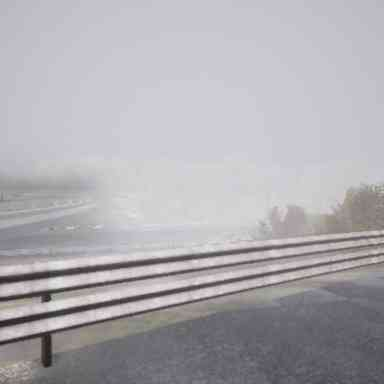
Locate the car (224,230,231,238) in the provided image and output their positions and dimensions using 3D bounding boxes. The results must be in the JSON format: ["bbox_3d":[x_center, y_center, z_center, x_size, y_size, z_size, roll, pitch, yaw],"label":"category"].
[{"bbox_3d":[10.049,9.168,72.076,4.553,1.767,2.097,0,0,-17],"label":"car"}]

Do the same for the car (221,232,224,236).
[{"bbox_3d":[9.075,9.400,75.439,4.718,1.301,1.895,0,0,-17],"label":"car"}]

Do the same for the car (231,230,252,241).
[{"bbox_3d":[11.081,9.177,68.732,4.553,1.767,2.097,0,0,-17],"label":"car"}]
